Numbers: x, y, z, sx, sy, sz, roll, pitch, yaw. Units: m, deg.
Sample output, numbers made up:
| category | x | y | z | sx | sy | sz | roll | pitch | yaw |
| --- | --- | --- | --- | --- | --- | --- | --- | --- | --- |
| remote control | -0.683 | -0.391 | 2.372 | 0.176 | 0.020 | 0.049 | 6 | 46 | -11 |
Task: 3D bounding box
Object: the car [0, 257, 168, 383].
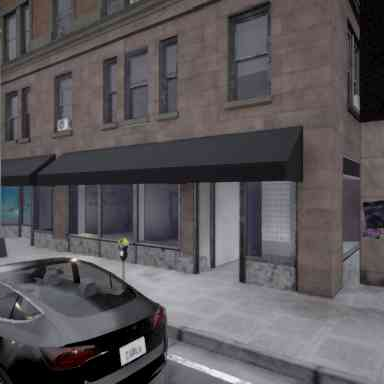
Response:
| category | x | y | z | sx | sy | sz | roll | pitch | yaw |
| --- | --- | --- | --- | --- | --- | --- | --- | --- | --- |
| car | -2.260 | 1.566 | 4.413 | 4.313 | 1.339 | 1.947 | 0 | 0 | 35 |
